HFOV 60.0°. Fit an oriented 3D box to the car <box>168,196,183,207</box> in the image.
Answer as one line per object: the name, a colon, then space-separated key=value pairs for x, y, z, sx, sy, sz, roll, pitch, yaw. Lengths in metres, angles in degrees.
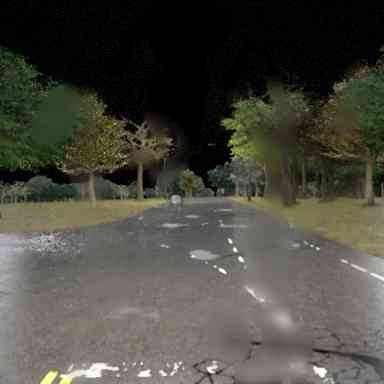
car: x=-2.334 y=1.336 z=48.751 sx=2.128 sy=1.511 sz=4.902 roll=-1 pitch=1 yaw=2
